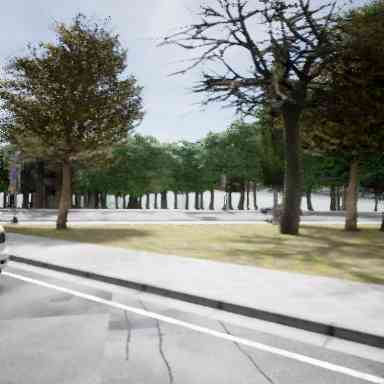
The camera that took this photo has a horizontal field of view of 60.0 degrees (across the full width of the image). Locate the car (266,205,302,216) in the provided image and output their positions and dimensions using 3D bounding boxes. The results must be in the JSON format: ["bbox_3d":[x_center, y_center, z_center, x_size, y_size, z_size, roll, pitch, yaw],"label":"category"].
[{"bbox_3d":[13.980,2.668,49.805,4.553,1.767,2.097,1,0,-11],"label":"car"}]

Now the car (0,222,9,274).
[{"bbox_3d":[-6.986,1.237,8.677,5.566,2.045,2.150,0,0,35],"label":"car"}]

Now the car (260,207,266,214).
[{"bbox_3d":[13.262,2.755,52.977,5.008,1.535,1.882,1,0,-11],"label":"car"}]
